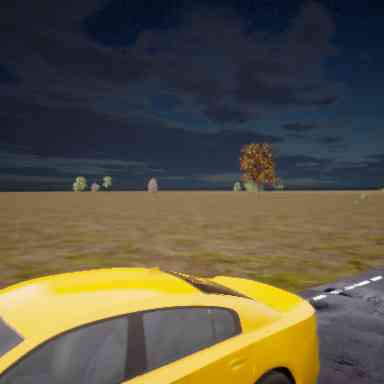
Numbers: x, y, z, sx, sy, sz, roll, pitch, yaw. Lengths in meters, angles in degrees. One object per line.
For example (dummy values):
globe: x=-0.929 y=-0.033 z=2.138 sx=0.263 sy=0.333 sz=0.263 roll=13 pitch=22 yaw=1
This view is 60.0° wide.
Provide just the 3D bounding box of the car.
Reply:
car: x=-1.036 y=1.480 z=2.674 sx=5.008 sy=1.535 sz=1.882 roll=0 pitch=0 yaw=-36
